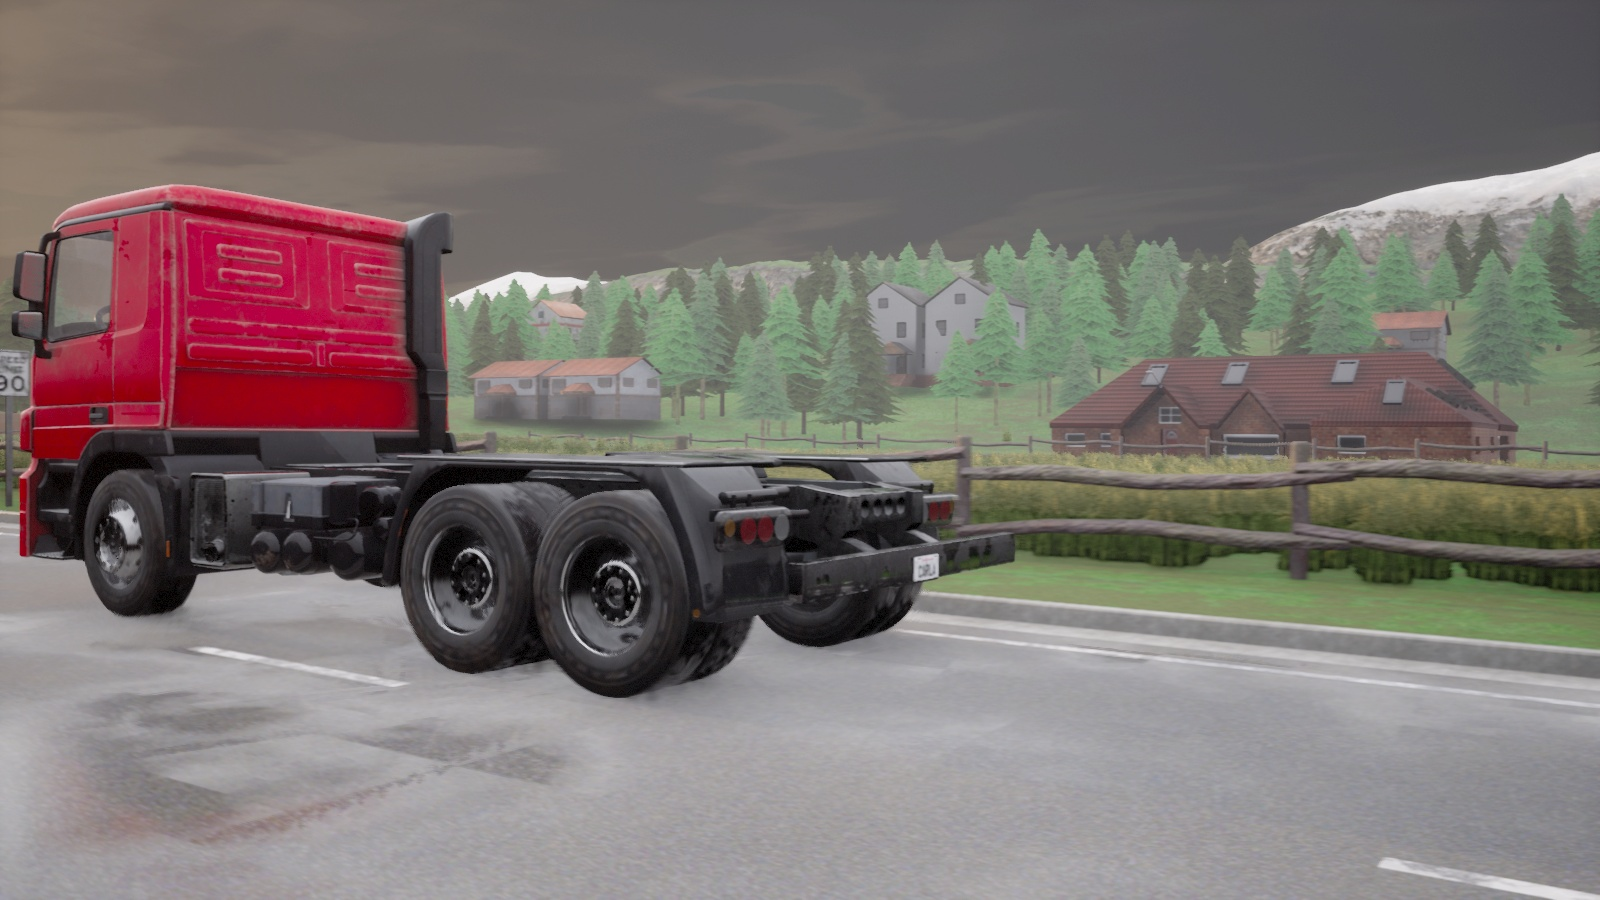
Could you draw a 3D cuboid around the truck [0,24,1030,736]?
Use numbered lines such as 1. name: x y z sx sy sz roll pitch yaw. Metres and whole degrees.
1. truck: -2.557 -0.357 9.505 7.936 3.462 2.891 0 1 34
